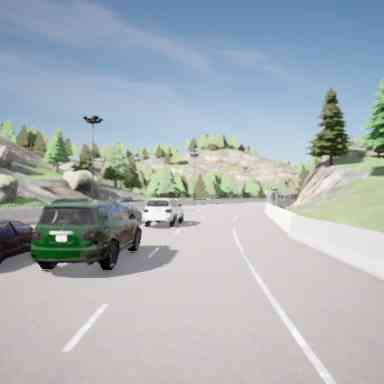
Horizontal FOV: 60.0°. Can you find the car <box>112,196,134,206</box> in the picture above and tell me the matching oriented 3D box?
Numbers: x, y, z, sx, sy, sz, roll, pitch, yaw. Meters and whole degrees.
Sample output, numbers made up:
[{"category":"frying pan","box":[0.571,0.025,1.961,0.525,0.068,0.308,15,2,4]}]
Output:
[{"category":"car","box":[-15.360,1.999,74.227,2.150,2.045,5.566,0,-1,20]}]

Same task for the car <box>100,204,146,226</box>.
[{"category":"car","box":[-5.414,1.774,26.884,2.128,1.511,4.902,0,0,8]}]

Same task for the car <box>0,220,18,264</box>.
[{"category":"car","box":[-6.830,1.671,11.632,2.033,1.411,5.357,0,-1,3]}]

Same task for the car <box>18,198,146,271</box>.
[{"category":"car","box":[-3.329,1.347,11.548,2.150,2.045,5.566,0,0,3]}]

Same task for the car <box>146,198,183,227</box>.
[{"category":"car","box":[-2.084,1.492,25.538,2.150,2.045,5.566,0,0,8]}]

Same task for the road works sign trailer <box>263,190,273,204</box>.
[{"category":"road works sign trailer","box":[19.592,1.345,84.770,2.380,3.560,2.880,0,-1,28]}]
